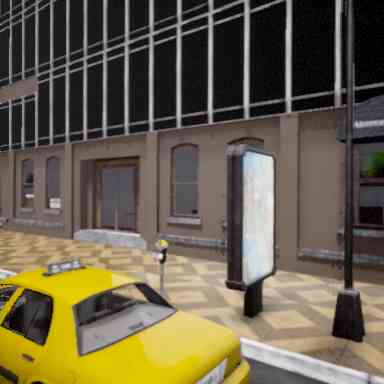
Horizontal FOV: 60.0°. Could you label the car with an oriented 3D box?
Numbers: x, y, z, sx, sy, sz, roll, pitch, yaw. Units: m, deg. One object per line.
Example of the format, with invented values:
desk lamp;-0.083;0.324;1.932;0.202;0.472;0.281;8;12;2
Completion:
car;-1.727;1.507;4.095;4.829;1.417;1.752;0;0;35
